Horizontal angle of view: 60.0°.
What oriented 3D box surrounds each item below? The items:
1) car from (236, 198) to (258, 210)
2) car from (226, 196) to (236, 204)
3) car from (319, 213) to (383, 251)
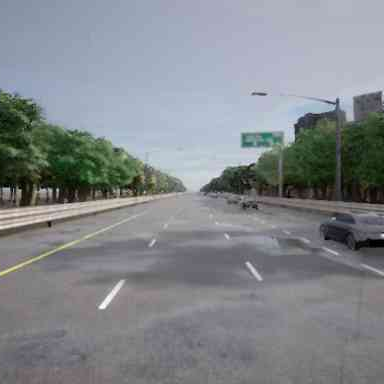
[{"bbox_3d":[7.103,1.476,42.290,1.837,1.490,4.892,0,0,0],"label":"car"},{"bbox_3d":[7.178,1.496,59.949,2.033,1.411,5.357,0,0,0],"label":"car"},{"bbox_3d":[7.012,1.564,14.088,1.994,1.385,4.181,0,0,0],"label":"car"}]
